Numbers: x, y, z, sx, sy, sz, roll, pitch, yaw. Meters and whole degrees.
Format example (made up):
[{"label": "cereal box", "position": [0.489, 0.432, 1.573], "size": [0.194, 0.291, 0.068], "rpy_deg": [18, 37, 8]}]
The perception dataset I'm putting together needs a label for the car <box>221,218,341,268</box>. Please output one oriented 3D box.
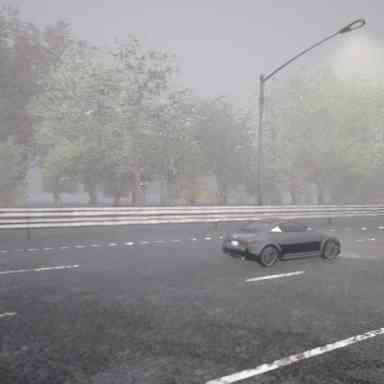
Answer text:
[{"label": "car", "position": [3.099, 1.606, 11.436], "size": [4.181, 1.385, 1.994], "rpy_deg": [1, 0, -29]}]
